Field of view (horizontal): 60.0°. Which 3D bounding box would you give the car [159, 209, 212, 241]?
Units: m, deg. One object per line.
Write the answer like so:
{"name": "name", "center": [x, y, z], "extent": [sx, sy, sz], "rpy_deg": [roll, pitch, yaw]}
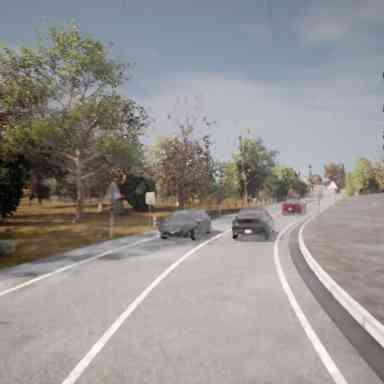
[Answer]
{"name": "car", "center": [-0.224, 1.710, 18.211], "extent": [1.837, 1.490, 4.892], "rpy_deg": [-2, -1, 17]}

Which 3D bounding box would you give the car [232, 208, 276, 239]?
{"name": "car", "center": [3.415, 1.644, 18.183], "extent": [1.837, 1.490, 4.892], "rpy_deg": [-2, -1, 18]}

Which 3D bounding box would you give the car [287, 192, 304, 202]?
{"name": "car", "center": [17.171, 0.812, 54.984], "extent": [1.994, 1.385, 4.181], "rpy_deg": [-2, 0, 27]}

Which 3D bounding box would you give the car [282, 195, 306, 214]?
{"name": "car", "center": [10.747, 1.465, 34.904], "extent": [1.882, 1.535, 5.008], "rpy_deg": [-2, 0, 26]}
